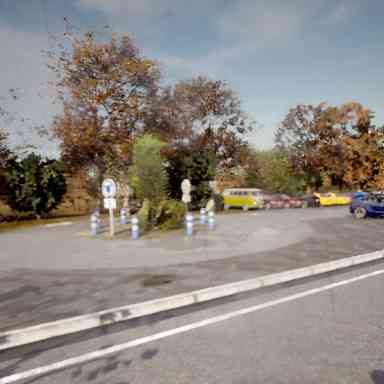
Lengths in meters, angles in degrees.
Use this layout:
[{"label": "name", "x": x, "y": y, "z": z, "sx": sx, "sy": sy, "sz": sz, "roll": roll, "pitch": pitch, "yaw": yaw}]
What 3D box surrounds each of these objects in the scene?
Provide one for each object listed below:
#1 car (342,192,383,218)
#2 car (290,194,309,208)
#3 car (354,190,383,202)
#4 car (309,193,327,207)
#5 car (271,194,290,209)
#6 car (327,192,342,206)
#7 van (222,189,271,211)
[{"label": "car", "x": 12.353, "y": 0.957, "z": 20.710, "sx": 2.163, "sy": 1.488, "sz": 4.792, "roll": 0, "pitch": 0, "yaw": -35}, {"label": "car", "x": 9.242, "y": 0.940, "z": 34.535, "sx": 2.002, "sy": 1.452, "sz": 4.674, "roll": 0, "pitch": 0, "yaw": -35}, {"label": "car", "x": 25.349, "y": 0.566, "z": 45.792, "sx": 2.231, "sy": 1.521, "sz": 4.892, "roll": -2, "pitch": 1, "yaw": -35}, {"label": "car", "x": 11.613, "y": 0.911, "z": 36.226, "sx": 2.163, "sy": 1.488, "sz": 4.792, "roll": 0, "pitch": 0, "yaw": -35}, {"label": "car", "x": 6.960, "y": 0.950, "z": 32.939, "sx": 2.002, "sy": 1.452, "sz": 4.674, "roll": 0, "pitch": 0, "yaw": -35}, {"label": "car", "x": 13.811, "y": 0.851, "z": 37.954, "sx": 1.946, "sy": 1.575, "sz": 5.366, "roll": -1, "pitch": 1, "yaw": -35}, {"label": "van", "x": 4.843, "y": 0.696, "z": 31.299, "sx": 1.878, "sy": 1.987, "sz": 4.442, "roll": 0, "pitch": 1, "yaw": -35}]
